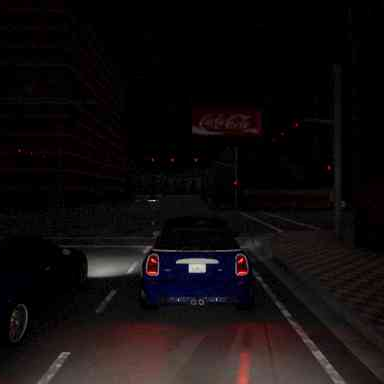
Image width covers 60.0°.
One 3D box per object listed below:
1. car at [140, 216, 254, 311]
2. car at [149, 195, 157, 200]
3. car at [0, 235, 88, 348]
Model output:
[{"bbox_3d":[0.089,1.351,7.934,2.097,1.767,4.553,0,0,0],"label":"car"},{"bbox_3d":[-10.623,1.546,90.599,1.994,1.385,4.181,0,0,0],"label":"car"},{"bbox_3d":[-3.417,1.525,6.140,1.812,1.442,4.674,0,0,0],"label":"car"}]
